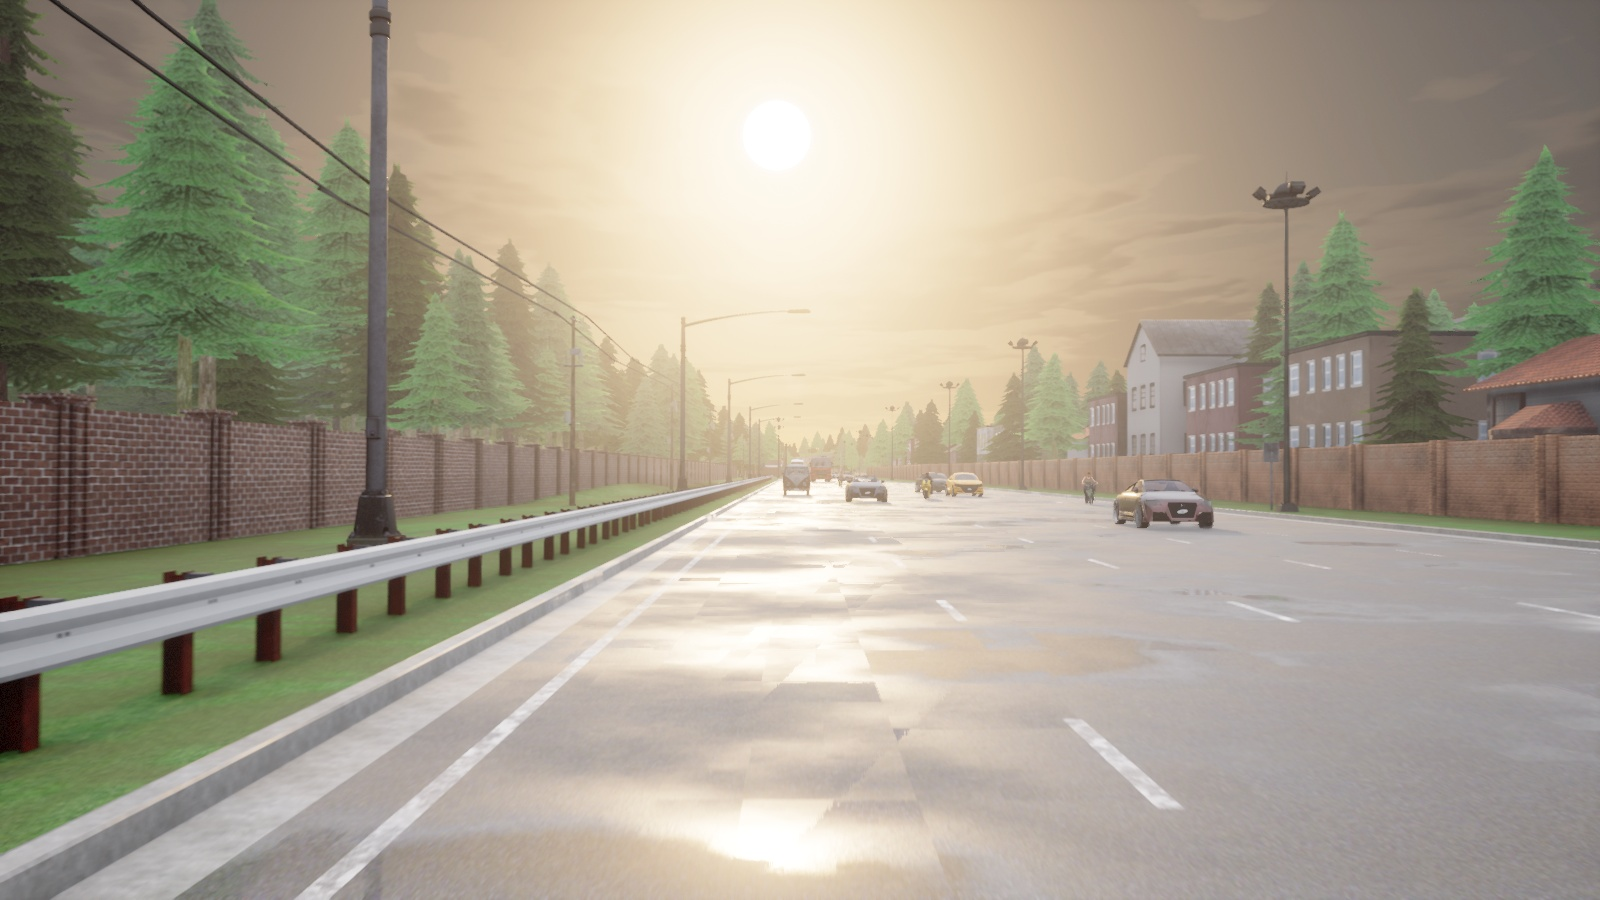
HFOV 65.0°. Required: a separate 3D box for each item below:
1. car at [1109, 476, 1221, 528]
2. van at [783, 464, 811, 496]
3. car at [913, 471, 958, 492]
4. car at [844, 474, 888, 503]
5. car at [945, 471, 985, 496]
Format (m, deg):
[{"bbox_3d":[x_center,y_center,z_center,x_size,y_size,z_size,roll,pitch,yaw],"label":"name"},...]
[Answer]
[{"bbox_3d":[10.411,1.441,36.136,1.994,1.385,4.181,0,-1,0],"label":"car"},{"bbox_3d":[-0.199,1.914,80.441,1.775,1.987,4.442,0,-1,0],"label":"van"},{"bbox_3d":[9.872,2.314,91.708,1.837,1.490,4.892,0,-1,-12],"label":"car"},{"bbox_3d":[3.342,1.934,63.897,1.994,1.385,4.181,0,-1,0],"label":"car"},{"bbox_3d":[10.320,2.069,78.799,1.882,1.535,5.008,0,-1,0],"label":"car"}]
